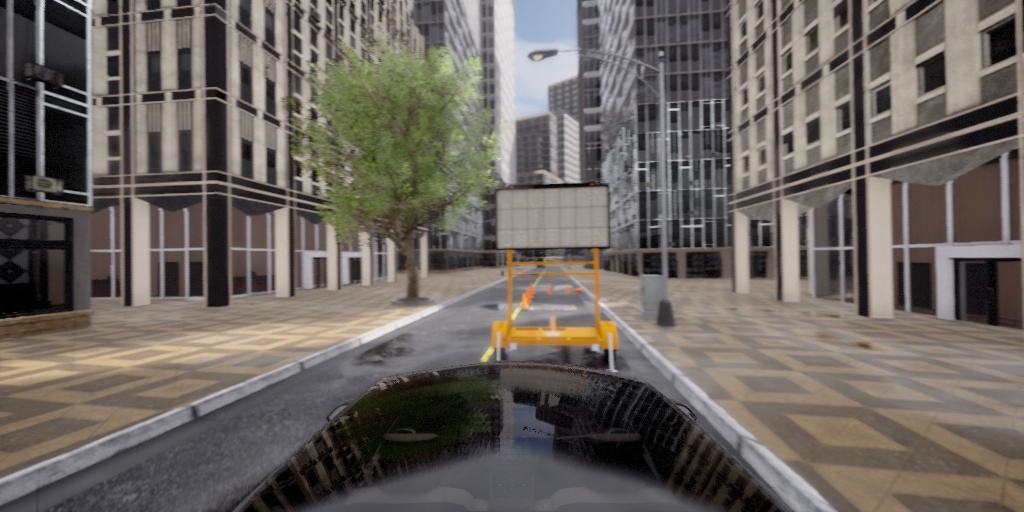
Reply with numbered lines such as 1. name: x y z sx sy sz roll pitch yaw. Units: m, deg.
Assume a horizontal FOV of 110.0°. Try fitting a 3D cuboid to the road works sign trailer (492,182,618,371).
1. road works sign trailer: 0.898 0.265 7.706 2.380 3.560 2.880 0 0 6
